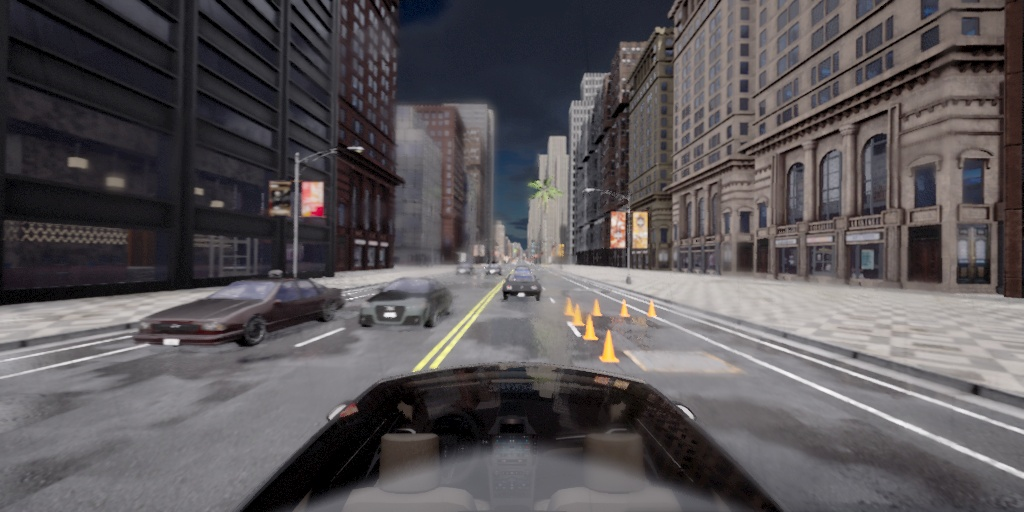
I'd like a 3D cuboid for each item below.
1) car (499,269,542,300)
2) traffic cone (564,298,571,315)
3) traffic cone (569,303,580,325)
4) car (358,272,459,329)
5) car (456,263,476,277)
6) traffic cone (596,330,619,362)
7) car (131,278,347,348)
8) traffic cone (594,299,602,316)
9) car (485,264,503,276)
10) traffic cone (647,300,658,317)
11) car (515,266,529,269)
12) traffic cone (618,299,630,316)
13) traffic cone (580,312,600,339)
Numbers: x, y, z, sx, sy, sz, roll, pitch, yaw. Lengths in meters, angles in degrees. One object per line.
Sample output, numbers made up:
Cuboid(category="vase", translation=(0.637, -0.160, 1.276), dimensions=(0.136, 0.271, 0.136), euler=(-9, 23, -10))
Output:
Cuboid(category="car", translation=(0.526, 1.550, 18.973), dimensions=(1.895, 1.301, 4.718), euler=(1, -1, 2))
Cuboid(category="traffic cone", translation=(2.120, 1.861, 13.236), dimensions=(0.340, 0.580, 0.340), euler=(0, 0, 2))
Cuboid(category="traffic cone", translation=(2.062, 1.838, 11.237), dimensions=(0.340, 0.580, 0.340), euler=(0, 0, 2))
Cuboid(category="car", translation=(-3.146, 1.379, 11.398), dimensions=(1.994, 1.385, 4.181), euler=(1, -1, 2))
Cuboid(category="car", translation=(-5.478, 1.634, 42.735), dimensions=(2.128, 1.511, 4.902), euler=(1, -1, 2))
Cuboid(category="traffic cone", translation=(1.946, 1.792, 7.239), dimensions=(0.340, 0.580, 0.340), euler=(0, 0, 2))
Cuboid(category="car", translation=(-6.450, 1.297, 9.534), dimensions=(2.033, 1.411, 5.357), euler=(1, -1, 2))
Cuboid(category="traffic cone", translation=(3.120, 1.874, 13.207), dimensions=(0.340, 0.580, 0.340), euler=(0, 0, 2))
Cuboid(category="car", translation=(-2.193, 1.692, 43.977), dimensions=(2.128, 1.511, 4.902), euler=(1, -1, 2))
Cuboid(category="traffic cone", translation=(5.119, 1.901, 13.148), dimensions=(0.340, 0.580, 0.340), euler=(0, 0, 2))
Cuboid(category="car", translation=(1.051, 1.711, 37.051), dimensions=(2.033, 1.411, 5.357), euler=(1, -1, 2))
Cuboid(category="traffic cone", translation=(4.119, 1.888, 13.178), dimensions=(0.340, 0.580, 0.340), euler=(0, 0, 2))
Cuboid(category="traffic cone", translation=(2.004, 1.815, 9.238), dimensions=(0.340, 0.580, 0.340), euler=(0, 0, 2))
